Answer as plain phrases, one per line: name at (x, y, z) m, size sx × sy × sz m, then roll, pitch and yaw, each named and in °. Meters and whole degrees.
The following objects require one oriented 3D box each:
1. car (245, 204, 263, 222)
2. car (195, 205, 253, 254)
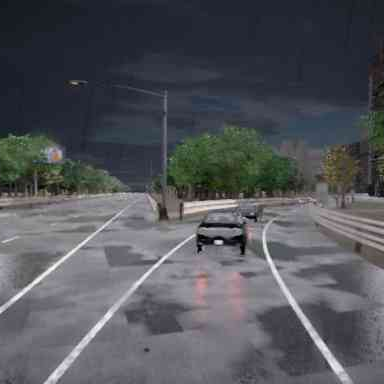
car at (4.522, 1.633, 26.441) m, size 1.895 × 1.301 × 4.718 m, roll 0°, pitch 0°, yaw 19°
car at (1.343, 1.504, 13.769) m, size 2.128 × 1.511 × 4.902 m, roll 0°, pitch 0°, yaw 10°
